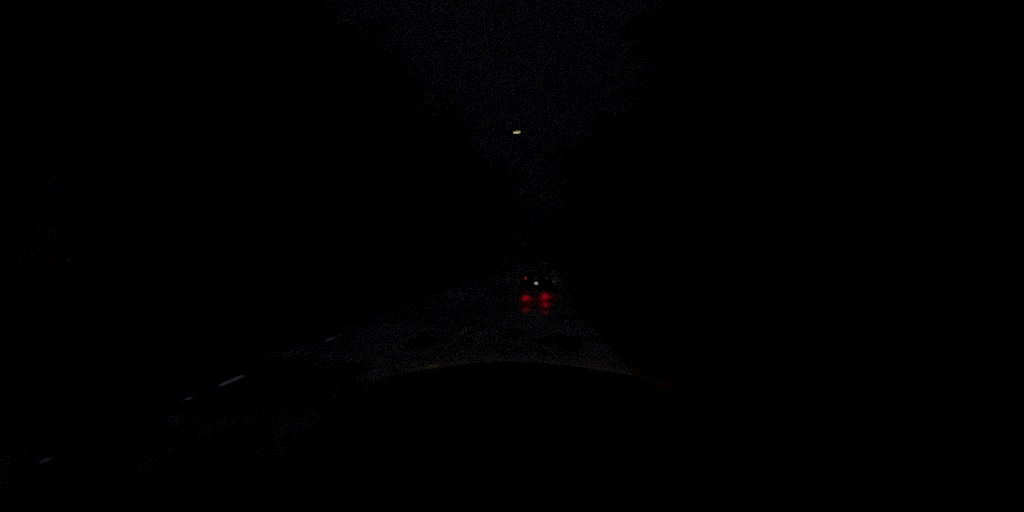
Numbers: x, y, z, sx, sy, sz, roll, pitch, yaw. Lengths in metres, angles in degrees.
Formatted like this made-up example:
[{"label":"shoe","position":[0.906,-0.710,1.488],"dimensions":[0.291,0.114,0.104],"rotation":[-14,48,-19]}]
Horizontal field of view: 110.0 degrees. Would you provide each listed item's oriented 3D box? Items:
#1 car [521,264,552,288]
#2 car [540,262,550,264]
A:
[{"label":"car","position":[1.707,1.403,24.152],"dimensions":[1.895,1.301,4.718],"rotation":[0,0,6]},{"label":"car","position":[4.481,1.490,49.342],"dimensions":[1.812,1.442,4.674],"rotation":[0,0,6]}]
